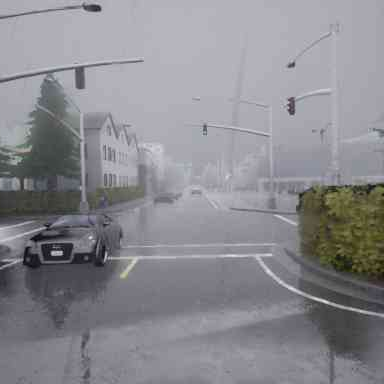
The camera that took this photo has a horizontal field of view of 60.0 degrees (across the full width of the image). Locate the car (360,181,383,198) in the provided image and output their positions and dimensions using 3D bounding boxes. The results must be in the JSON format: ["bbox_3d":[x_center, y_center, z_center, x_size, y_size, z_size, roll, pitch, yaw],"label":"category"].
[{"bbox_3d":[22.935,-0.360,41.307,1.932,1.855,4.605,-1,1,1],"label":"car"}]

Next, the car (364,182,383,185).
[{"bbox_3d":[19.560,-0.102,33.480,1.905,1.878,3.866,-1,1,1],"label":"car"}]

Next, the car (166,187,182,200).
[{"bbox_3d":[-2.939,0.146,46.026,2.097,1.767,4.553,-1,1,1],"label":"car"}]

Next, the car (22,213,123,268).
[{"bbox_3d":[-3.395,1.339,10.205,1.994,1.385,4.181,-1,0,-2],"label":"car"}]

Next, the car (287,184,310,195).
[{"bbox_3d":[16.112,-0.274,51.401,2.007,1.523,4.514,-1,1,1],"label":"car"}]

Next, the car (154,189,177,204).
[{"bbox_3d":[-3.088,0.632,37.059,1.895,1.301,4.718,-1,1,1],"label":"car"}]

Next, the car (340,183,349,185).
[{"bbox_3d":[26.268,-0.830,58.648,2.152,1.636,5.027,-1,1,1],"label":"car"}]

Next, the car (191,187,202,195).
[{"bbox_3d":[0.821,-0.146,60.690,1.812,1.442,4.674,-1,1,1],"label":"car"}]

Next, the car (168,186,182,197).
[{"bbox_3d":[-2.816,-0.111,55.757,2.097,1.767,4.553,-1,1,1],"label":"car"}]
